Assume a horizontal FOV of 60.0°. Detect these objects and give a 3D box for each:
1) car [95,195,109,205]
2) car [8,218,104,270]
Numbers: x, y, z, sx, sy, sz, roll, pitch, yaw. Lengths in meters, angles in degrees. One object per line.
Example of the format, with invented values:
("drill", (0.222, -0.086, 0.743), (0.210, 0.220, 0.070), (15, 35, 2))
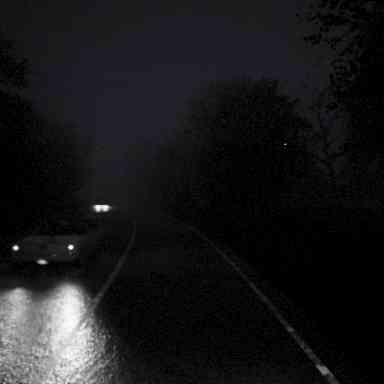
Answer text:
("car", (-14.628, 1.323, 53.834), (2.128, 1.511, 4.902), (1, 0, -18))
("car", (-4.247, 1.585, 11.177), (1.895, 1.301, 4.718), (0, 0, -6))
